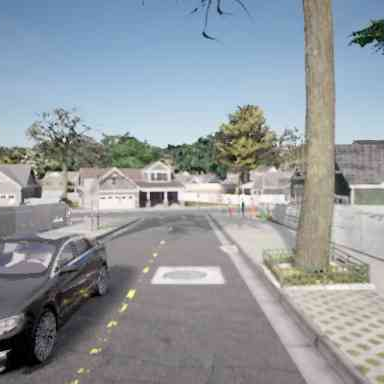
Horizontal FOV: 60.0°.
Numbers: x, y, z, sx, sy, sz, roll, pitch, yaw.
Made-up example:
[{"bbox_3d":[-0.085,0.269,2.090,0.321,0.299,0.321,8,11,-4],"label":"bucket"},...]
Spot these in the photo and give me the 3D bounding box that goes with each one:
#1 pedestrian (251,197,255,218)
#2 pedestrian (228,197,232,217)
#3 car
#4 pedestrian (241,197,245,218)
[{"bbox_3d":[5.488,1.380,30.036,0.375,1.860,0.375,-3,3,0],"label":"pedestrian"},{"bbox_3d":[3.487,1.385,30.634,0.375,1.860,0.375,-3,3,0],"label":"pedestrian"},{"bbox_3d":[-2.853,1.537,5.925,2.128,1.511,4.902,0,0,0],"label":"car"},{"bbox_3d":[4.488,1.375,29.435,0.375,1.860,0.375,-3,3,0],"label":"pedestrian"}]
